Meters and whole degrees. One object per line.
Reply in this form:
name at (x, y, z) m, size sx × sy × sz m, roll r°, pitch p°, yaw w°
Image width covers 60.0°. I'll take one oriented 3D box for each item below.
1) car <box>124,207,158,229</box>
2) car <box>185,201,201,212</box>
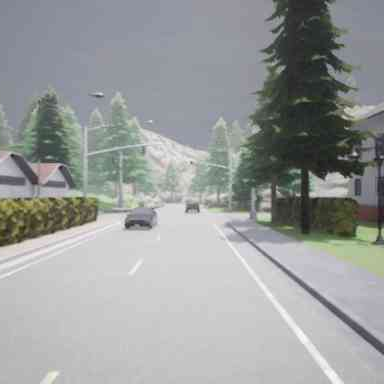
car at (-3.501, 1.800, 23.874) m, size 2.033 × 1.411 × 5.357 m, roll 0°, pitch -1°, yaw 0°
car at (0.094, 1.955, 45.309) m, size 1.837 × 1.490 × 4.892 m, roll 0°, pitch -1°, yaw 0°
